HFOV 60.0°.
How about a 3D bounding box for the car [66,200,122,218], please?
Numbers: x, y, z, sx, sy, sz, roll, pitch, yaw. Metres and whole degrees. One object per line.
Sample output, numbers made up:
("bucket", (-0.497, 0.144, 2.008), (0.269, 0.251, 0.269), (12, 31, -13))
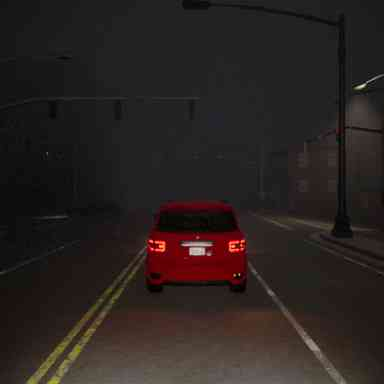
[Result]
("car", (-8.797, 1.491, 29.915), (4.892, 1.490, 1.837), (0, 0, 1))

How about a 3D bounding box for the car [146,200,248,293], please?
("car", (0.095, 1.221, 9.015), (2.150, 2.045, 5.566), (0, 0, 0))
